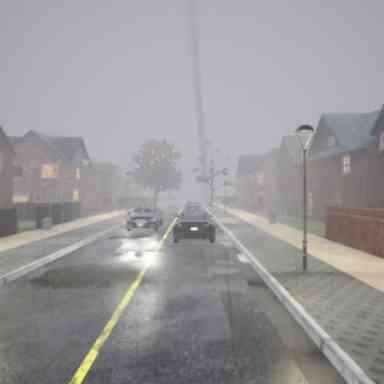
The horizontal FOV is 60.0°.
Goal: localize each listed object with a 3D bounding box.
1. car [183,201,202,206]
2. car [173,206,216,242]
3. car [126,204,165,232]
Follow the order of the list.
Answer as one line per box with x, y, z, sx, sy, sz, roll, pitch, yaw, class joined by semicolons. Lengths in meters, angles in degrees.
0.099;1.642;34.590;2.033;1.411;5.357;0;0;0;car
0.099;1.587;16.582;1.994;1.385;4.181;0;0;0;car
-2.775;1.527;20.481;2.128;1.511;4.902;0;0;0;car
